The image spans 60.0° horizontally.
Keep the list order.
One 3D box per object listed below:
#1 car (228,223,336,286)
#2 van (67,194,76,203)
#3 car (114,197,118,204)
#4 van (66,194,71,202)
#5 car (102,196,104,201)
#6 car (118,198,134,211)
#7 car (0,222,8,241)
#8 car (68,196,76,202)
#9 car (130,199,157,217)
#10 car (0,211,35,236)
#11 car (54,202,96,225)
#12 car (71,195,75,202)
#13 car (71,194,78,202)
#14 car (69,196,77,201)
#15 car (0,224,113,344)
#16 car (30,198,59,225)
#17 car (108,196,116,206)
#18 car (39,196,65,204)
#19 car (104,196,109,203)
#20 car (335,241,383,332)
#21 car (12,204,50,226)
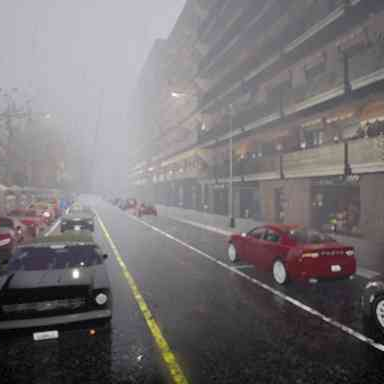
[{"bbox_3d":[2.503,1.550,9.476,1.887,1.381,4.507,0,0,-18],"label":"car"},{"bbox_3d":[-27.789,1.466,76.629,1.690,1.788,3.998,0,0,-18],"label":"van"},{"bbox_3d":[-9.511,1.639,47.010,1.802,1.307,4.206,0,0,-18],"label":"car"},{"bbox_3d":[-17.492,1.393,44.456,1.690,1.788,3.998,0,0,-18],"label":"van"},{"bbox_3d":[-19.859,1.655,79.346,1.752,1.417,4.829,0,0,-18],"label":"car"},{"bbox_3d":[-7.794,1.487,41.648,1.967,1.590,4.097,0,0,-18],"label":"car"},{"bbox_3d":[-5.479,1.566,6.922,1.947,1.339,4.313,0,0,-18],"label":"car"},{"bbox_3d":[-29.506,1.722,81.991,1.802,1.307,4.206,0,0,-18],"label":"car"},{"bbox_3d":[-4.362,1.610,30.922,1.802,1.307,4.206,0,0,-18],"label":"car"},{"bbox_3d":[-7.195,1.584,12.284,1.802,1.307,4.206,0,0,-18],"label":"car"},{"bbox_3d":[-6.900,1.557,20.189,2.033,1.411,5.357,0,0,-18],"label":"car"},{"bbox_3d":[-20.925,1.638,55.180,1.947,1.339,4.313,0,0,-18],"label":"car"},{"bbox_3d":[-24.357,1.411,65.905,2.192,1.841,5.009,0,0,-18],"label":"car"},{"bbox_3d":[-31.222,1.701,87.354,1.887,1.381,4.507,0,0,-18],"label":"car"},{"bbox_3d":[-2.634,1.602,6.536,1.895,1.301,4.718,0,0,-18],"label":"car"},{"bbox_3d":[-10.626,1.454,23.005,1.967,1.590,4.097,0,0,-18],"label":"car"},{"bbox_3d":[-12.944,1.643,57.735,1.947,1.339,4.313,0,0,-18],"label":"car"},{"bbox_3d":[-12.343,1.338,28.368,2.192,1.841,5.009,0,0,-18],"label":"car"},{"bbox_3d":[-16.376,1.541,68.459,1.967,1.590,4.097,0,0,-18],"label":"car"},{"bbox_3d":[4.219,1.554,4.113,2.008,1.369,4.403,0,0,-18],"label":"car"},{"bbox_3d":[-8.911,1.550,17.645,1.887,1.381,4.507,0,0,-18],"label":"car"}]
